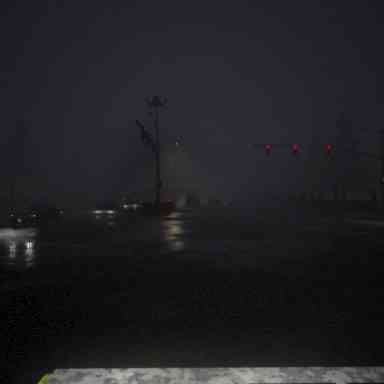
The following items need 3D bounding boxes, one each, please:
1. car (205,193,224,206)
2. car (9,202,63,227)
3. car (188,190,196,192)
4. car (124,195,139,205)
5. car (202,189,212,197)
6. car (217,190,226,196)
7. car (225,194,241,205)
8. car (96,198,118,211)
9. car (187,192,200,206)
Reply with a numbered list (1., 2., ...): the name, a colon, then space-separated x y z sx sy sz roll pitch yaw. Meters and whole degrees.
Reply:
1. car: 3.664 1.449 55.194 2.128 1.511 4.902 0 1 0
2. car: -10.557 1.483 22.813 2.128 1.511 4.902 0 0 0
3. car: -0.016 0.155 78.252 2.128 1.511 4.902 0 7 0
4. car: -10.521 1.257 57.998 2.097 1.767 4.553 0 1 0
5. car: 3.484 0.010 78.067 2.097 1.767 4.553 0 7 0
6. car: 6.984 0.177 78.094 1.812 1.442 4.674 0 7 0
7. car: 7.161 1.468 56.298 1.812 1.442 4.674 0 1 0
8. car: -10.521 1.510 41.646 1.812 1.442 4.674 0 0 0
9. car: 0.164 1.312 54.934 2.097 1.767 4.553 0 1 0
